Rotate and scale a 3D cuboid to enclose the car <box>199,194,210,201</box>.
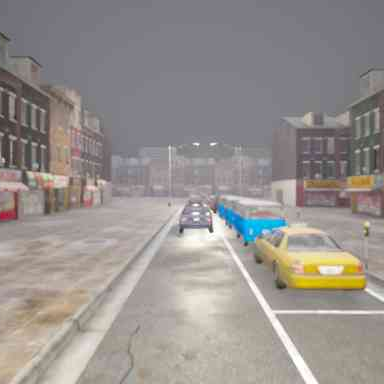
[{"bbox_3d":[2.520,1.070,67.691,2.008,1.369,4.403,0,0,0],"label":"car"}]

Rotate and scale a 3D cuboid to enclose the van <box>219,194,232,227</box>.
[{"bbox_3d":[2.805,1.198,19.909,1.690,1.788,3.998,0,0,0],"label":"van"}]

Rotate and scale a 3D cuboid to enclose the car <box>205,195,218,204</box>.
[{"bbox_3d":[3.090,1.198,53.870,1.802,1.307,4.206,0,0,0],"label":"car"}]

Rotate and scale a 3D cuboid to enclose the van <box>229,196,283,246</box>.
[{"bbox_3d":[2.757,1.239,14.249,1.690,1.788,3.998,0,0,0],"label":"van"}]

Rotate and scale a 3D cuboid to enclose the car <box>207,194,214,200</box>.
[{"bbox_3d":[2.900,1.091,31.229,2.192,1.841,5.009,0,0,0],"label":"car"}]

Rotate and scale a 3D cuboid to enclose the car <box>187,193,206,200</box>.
[{"bbox_3d":[0.426,1.169,44.513,2.128,1.511,4.902,0,0,1],"label":"car"}]

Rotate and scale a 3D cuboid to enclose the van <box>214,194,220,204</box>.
[{"bbox_3d":[2.852,1.157,25.569,1.690,1.788,3.998,0,0,0],"label":"van"}]

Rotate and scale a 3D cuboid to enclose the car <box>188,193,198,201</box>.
[{"bbox_3d":[0.149,0.953,68.212,1.967,1.590,4.097,0,0,0],"label":"car"}]

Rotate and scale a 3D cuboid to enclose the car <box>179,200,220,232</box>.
[{"bbox_3d":[0.236,1.407,19.044,2.033,1.411,5.357,0,0,0],"label":"car"}]

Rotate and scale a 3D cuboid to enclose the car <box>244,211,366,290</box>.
[{"bbox_3d":[2.710,1.463,8.761,1.752,1.417,4.829,0,0,0],"label":"car"}]
